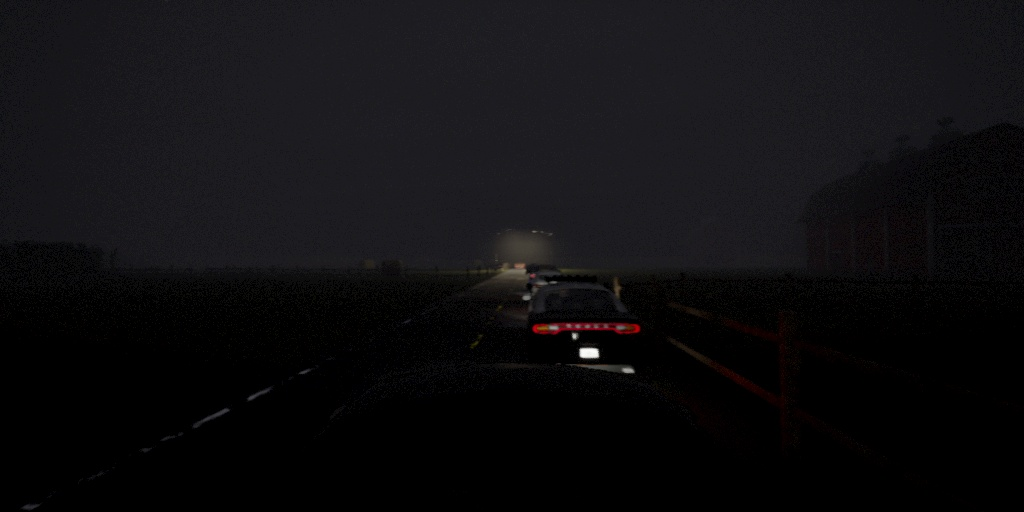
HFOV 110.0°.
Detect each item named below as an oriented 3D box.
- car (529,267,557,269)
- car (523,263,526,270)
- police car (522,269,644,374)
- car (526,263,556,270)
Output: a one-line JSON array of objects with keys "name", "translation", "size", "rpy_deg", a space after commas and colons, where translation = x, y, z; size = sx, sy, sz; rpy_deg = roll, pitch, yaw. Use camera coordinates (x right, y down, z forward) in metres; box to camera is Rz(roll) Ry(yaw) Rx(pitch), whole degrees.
[{"name": "car", "translation": [1.823, 1.440, 17.654], "size": [1.812, 1.442, 4.674], "rpy_deg": [-1, -1, 3]}, {"name": "car", "translation": [2.774, 1.733, 47.956], "size": [1.882, 1.535, 5.008], "rpy_deg": [-1, -1, 3]}, {"name": "police car", "translation": [1.262, 1.231, 7.781], "size": [1.930, 1.638, 5.238], "rpy_deg": [-1, -1, 3]}, {"name": "car", "translation": [2.159, 1.331, 23.616], "size": [2.097, 1.767, 4.553], "rpy_deg": [-1, -1, 3]}]
